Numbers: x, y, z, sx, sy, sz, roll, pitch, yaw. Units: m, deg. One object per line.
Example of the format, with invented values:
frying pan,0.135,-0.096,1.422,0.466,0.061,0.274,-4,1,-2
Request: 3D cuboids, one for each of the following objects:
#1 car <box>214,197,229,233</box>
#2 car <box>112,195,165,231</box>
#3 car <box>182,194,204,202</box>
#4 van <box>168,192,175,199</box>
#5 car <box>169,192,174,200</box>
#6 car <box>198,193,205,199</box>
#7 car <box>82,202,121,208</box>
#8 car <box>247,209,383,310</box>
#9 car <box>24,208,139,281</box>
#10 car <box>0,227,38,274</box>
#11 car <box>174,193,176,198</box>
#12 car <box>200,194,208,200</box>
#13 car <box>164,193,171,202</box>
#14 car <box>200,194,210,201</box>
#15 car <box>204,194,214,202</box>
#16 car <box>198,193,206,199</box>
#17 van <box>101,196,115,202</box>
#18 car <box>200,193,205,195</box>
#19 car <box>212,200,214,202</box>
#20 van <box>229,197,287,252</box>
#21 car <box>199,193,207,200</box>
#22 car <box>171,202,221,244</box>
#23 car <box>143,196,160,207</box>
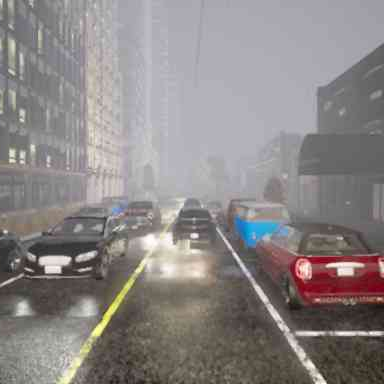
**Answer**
car,2.670,1.215,19.024,2.192,1.841,5.009,-1,0,0
car,-3.003,1.247,19.722,2.097,1.767,4.553,0,0,0
car,0.051,1.322,35.166,1.837,1.490,4.892,0,1,0
van,-5.697,0.863,92.450,1.690,1.788,3.998,-1,0,0
car,-5.688,1.047,75.518,1.967,1.590,4.097,-1,0,0
car,2.657,1.089,92.398,1.947,1.339,4.313,-1,0,0
car,-5.672,1.465,19.079,1.947,1.339,4.313,-1,0,0
car,2.675,1.399,7.737,1.967,1.590,4.097,-1,0,0
car,-3.078,1.439,9.791,2.128,1.511,4.902,0,0,0
car,-5.670,1.524,7.790,1.947,1.339,4.313,-1,0,0
car,-5.689,1.116,86.807,1.947,1.339,4.313,-1,0,0
car,2.661,1.190,75.466,1.802,1.307,4.206,-1,0,0
car,-5.683,1.231,64.230,1.947,1.339,4.313,-1,0,0
car,2.662,1.182,69.822,1.887,1.381,4.507,-1,0,0
car,2.669,1.333,41.602,2.008,1.369,4.403,-1,0,0
car,2.656,0.991,86.753,1.967,1.590,4.097,-1,0,0
van,-5.677,1.210,24.721,1.690,1.788,3.998,-1,0,0
car,2.665,1.261,58.534,1.947,1.339,4.313,-1,0,0
car,2.673,1.452,24.669,1.802,1.307,4.206,-1,0,0
van,2.672,1.271,13.381,1.690,1.788,3.998,-1,0,0
car,2.659,1.104,81.279,1.752,1.417,4.829,-1,0,0
car,0.096,1.425,15.273,1.837,1.490,4.892,0,1,0
car,-5.680,1.278,47.128,1.752,1.417,4.829,-1,0,0
